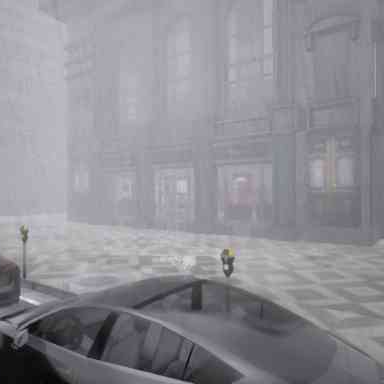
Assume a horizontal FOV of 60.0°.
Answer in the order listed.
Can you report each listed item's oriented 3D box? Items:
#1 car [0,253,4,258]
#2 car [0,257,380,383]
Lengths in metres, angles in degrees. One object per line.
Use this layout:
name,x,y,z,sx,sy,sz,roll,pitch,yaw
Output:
car,-5.109,1.566,6.612,4.313,1.339,1.947,0,0,36
car,-0.520,1.565,3.339,4.313,1.339,1.947,0,0,36
